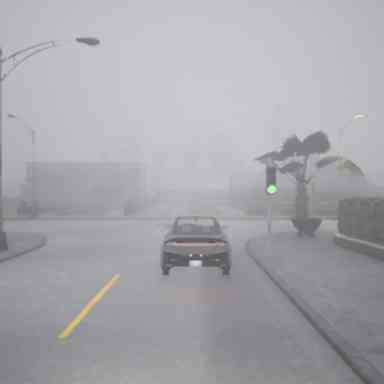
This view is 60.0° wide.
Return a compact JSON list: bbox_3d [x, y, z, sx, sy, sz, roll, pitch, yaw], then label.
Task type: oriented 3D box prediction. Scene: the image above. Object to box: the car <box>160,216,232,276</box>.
[{"bbox_3d":[0.133,1.490,10.357,2.128,1.511,4.902,0,0,1],"label":"car"}]
